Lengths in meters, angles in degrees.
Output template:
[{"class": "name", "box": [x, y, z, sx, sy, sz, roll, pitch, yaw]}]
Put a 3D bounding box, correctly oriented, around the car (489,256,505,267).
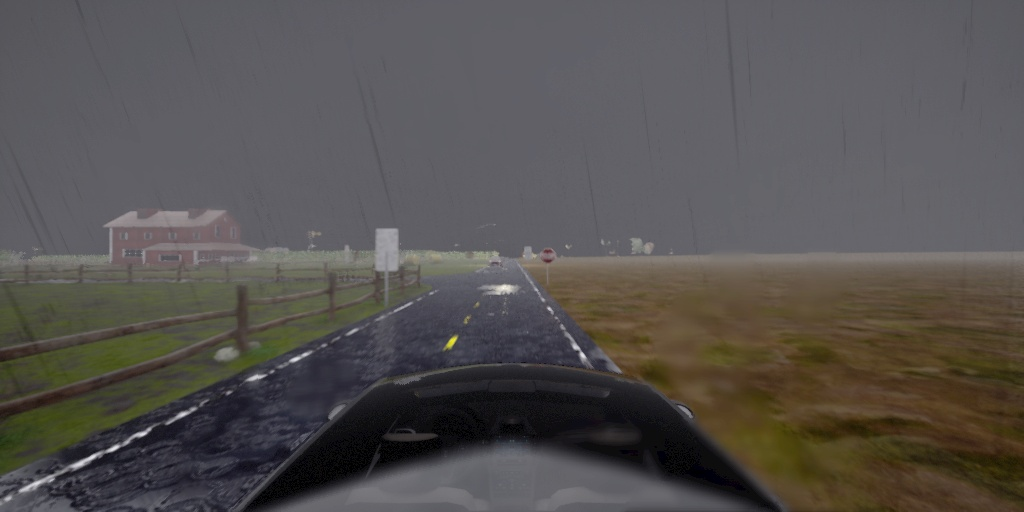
[{"class": "car", "box": [-2.760, 0.847, 59.843, 2.097, 1.767, 4.553, 0, 0, 0]}]
